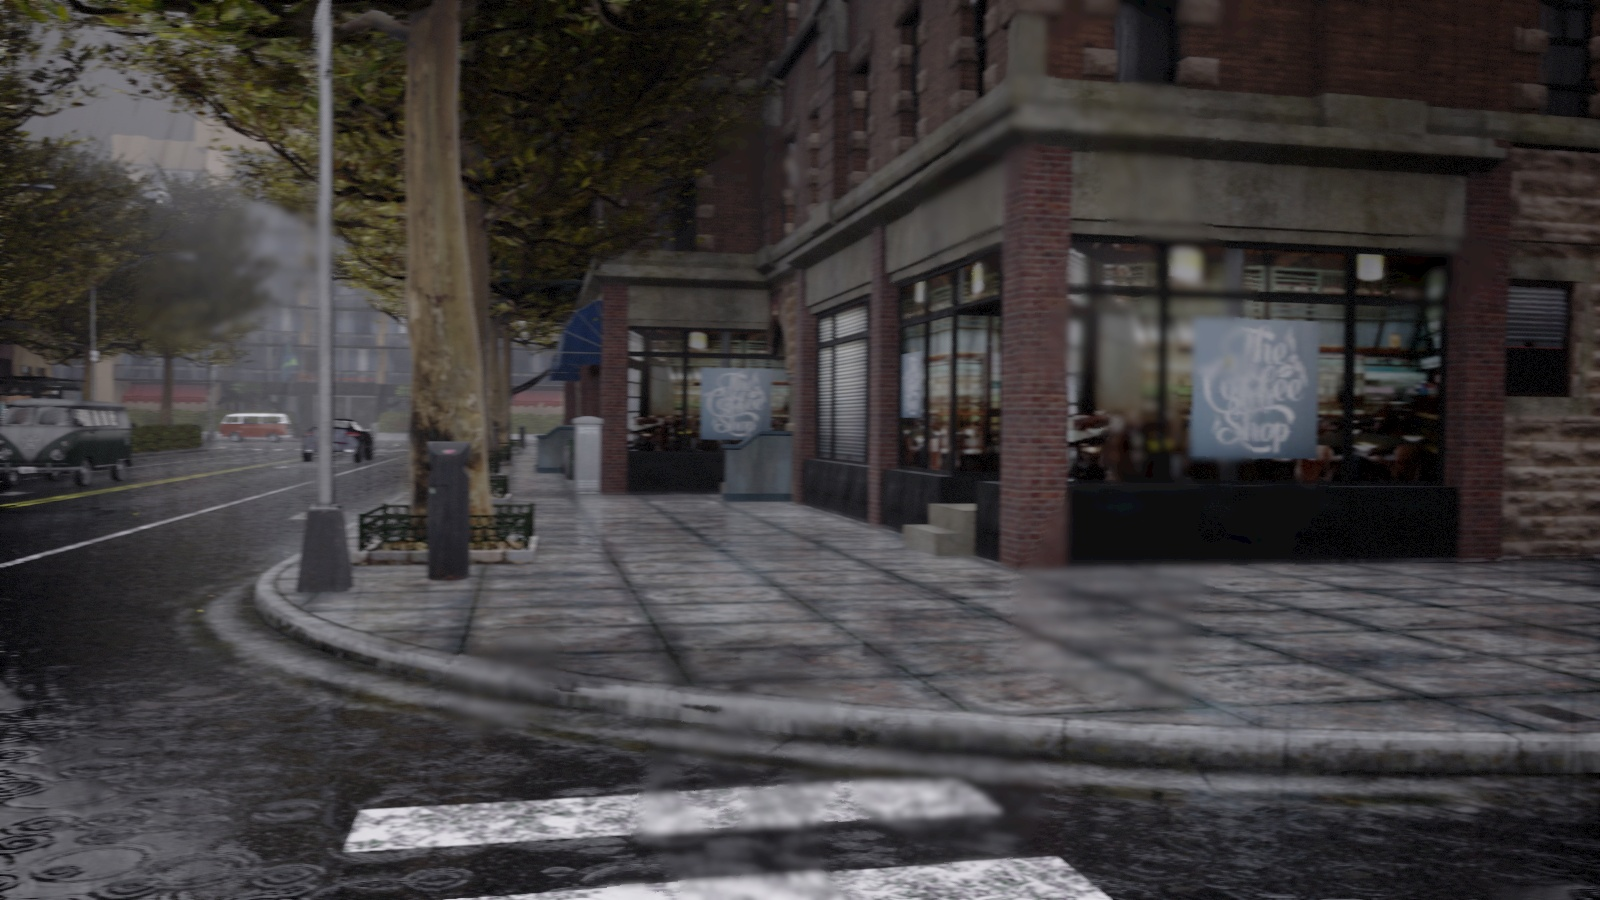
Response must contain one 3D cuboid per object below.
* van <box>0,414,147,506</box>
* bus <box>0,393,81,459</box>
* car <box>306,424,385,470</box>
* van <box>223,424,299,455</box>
[{"bbox_3d":[-17.024,0.170,29.557,1.775,1.987,4.442,-1,1,-12],"label":"van"},{"bbox_3d":[-53.955,-1.574,83.056,10.273,4.253,3.944,-1,1,-12],"label":"bus"},{"bbox_3d":[-17.507,-0.167,48.606,2.152,1.651,5.027,-1,1,-12],"label":"car"},{"bbox_3d":[-37.184,-0.735,86.717,4.480,2.038,2.069,-1,1,-12],"label":"van"}]
